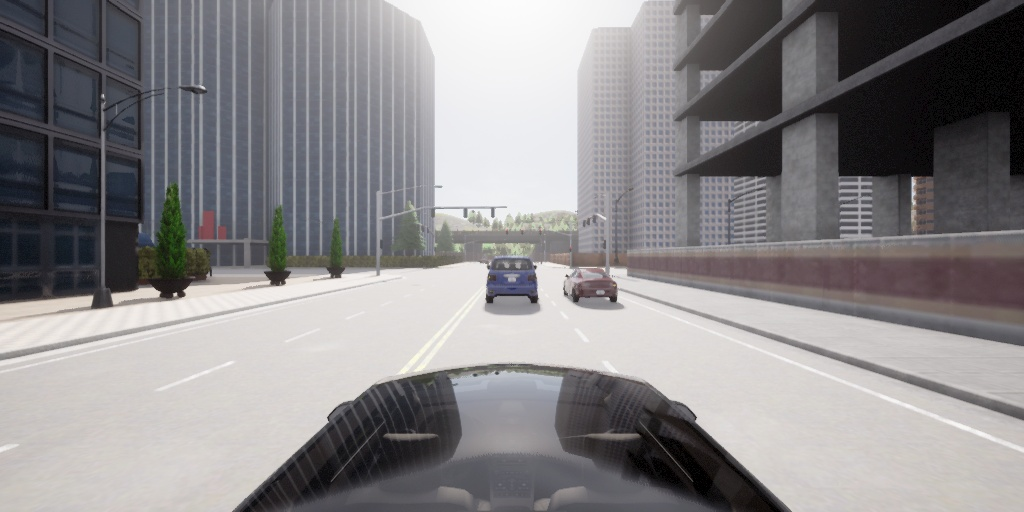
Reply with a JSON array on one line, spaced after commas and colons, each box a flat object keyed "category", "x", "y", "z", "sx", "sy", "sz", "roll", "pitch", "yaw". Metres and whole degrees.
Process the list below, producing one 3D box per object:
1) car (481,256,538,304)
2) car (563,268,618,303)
[{"category": "car", "x": 0.000, "y": 1.006, "z": 16.530, "sx": 2.150, "sy": 2.045, "sz": 5.566, "roll": 0, "pitch": 0, "yaw": 0}, {"category": "car", "x": 3.500, "y": 1.281, "z": 16.500, "sx": 1.812, "sy": 1.442, "sz": 4.674, "roll": 0, "pitch": 0, "yaw": 0}]
